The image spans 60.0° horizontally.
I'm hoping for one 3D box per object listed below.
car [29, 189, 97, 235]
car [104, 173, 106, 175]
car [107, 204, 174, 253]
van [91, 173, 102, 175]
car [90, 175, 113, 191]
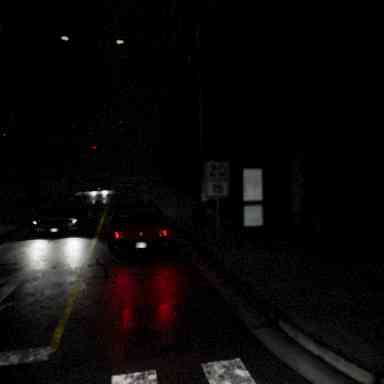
[{"bbox_3d":[-5.607,0.859,14.786,2.033,1.411,5.357,-1,4,-12],"label":"car"},{"bbox_3d":[-20.921,-3.385,73.851,2.192,1.841,5.009,0,3,-12],"label":"car"},{"bbox_3d":[-1.870,1.069,11.393,1.895,1.301,4.718,-1,3,-12],"label":"car"},{"bbox_3d":[-19.161,-2.883,65.750,1.690,1.788,3.998,0,3,-12],"label":"van"},{"bbox_3d":[-10.896,-0.956,39.715,2.033,1.411,5.357,-1,5,-12],"label":"car"}]
